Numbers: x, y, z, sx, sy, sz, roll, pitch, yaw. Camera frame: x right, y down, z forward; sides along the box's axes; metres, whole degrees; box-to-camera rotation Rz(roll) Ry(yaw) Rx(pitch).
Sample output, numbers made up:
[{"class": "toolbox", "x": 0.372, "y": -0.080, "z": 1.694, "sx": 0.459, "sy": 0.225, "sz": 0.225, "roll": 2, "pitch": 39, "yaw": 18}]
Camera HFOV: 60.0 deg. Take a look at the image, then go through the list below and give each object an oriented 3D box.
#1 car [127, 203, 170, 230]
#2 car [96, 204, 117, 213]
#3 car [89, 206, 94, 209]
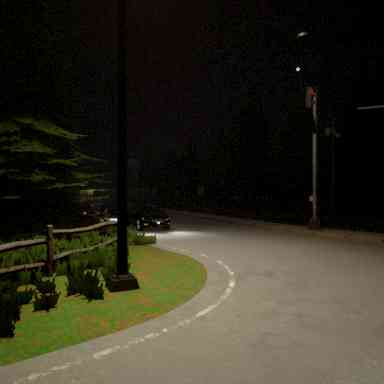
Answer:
[{"class": "car", "x": -2.892, "y": 1.478, "z": 20.722, "sx": 1.837, "sy": 1.490, "sz": 4.892, "roll": 0, "pitch": 0, "yaw": -25}, {"class": "car", "x": -7.047, "y": 1.537, "z": 29.766, "sx": 1.994, "sy": 1.385, "sz": 4.181, "roll": 0, "pitch": 0, "yaw": -24}, {"class": "car", "x": -11.224, "y": 1.499, "z": 39.098, "sx": 1.812, "sy": 1.442, "sz": 4.674, "roll": 0, "pitch": 0, "yaw": -24}]
